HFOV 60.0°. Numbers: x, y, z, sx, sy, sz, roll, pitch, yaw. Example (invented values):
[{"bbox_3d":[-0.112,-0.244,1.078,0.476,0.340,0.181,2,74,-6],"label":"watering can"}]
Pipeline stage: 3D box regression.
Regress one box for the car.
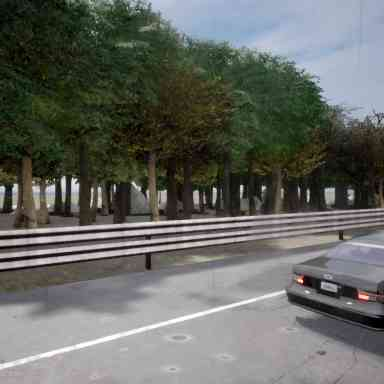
[{"bbox_3d":[4.209,1.547,6.727,5.357,1.411,2.033,0,0,-36],"label":"car"}]
